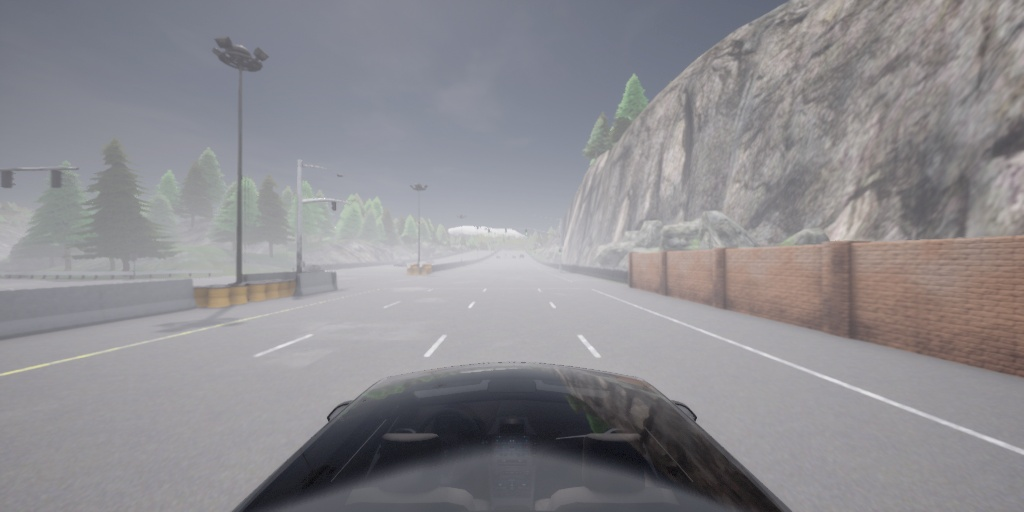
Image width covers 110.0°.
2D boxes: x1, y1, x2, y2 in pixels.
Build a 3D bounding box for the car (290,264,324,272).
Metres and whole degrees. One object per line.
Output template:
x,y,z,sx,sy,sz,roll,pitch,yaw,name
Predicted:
-24.484,1.711,42.977,1.837,1.490,4.892,0,0,0,car
